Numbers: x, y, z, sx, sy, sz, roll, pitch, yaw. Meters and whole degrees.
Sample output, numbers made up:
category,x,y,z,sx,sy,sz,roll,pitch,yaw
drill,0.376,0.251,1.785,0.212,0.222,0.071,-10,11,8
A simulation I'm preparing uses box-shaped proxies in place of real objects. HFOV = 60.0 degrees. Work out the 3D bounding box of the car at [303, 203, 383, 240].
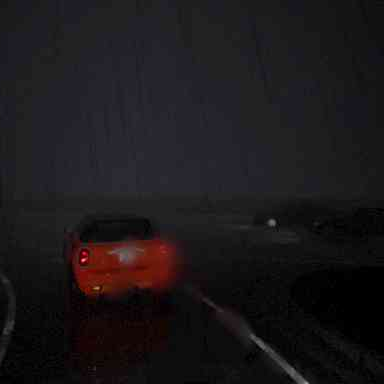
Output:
category,x,y,z,sx,sy,sz,roll,pitch,yaw
car,7.641,1.369,14.914,4.674,1.442,1.812,-1,0,13

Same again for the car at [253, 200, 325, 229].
category,x,y,z,sx,sy,sz,roll,pitch,yaw
car,6.214,1.353,18.836,5.357,1.411,2.033,0,1,13

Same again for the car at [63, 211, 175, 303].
category,x,y,z,sx,sy,sz,roll,pitch,yaw
car,-2.052,1.268,8.407,2.097,1.767,4.553,0,1,-22

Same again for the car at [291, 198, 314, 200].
category,x,y,z,sx,sy,sz,roll,pitch,yaw
car,8.103,1.228,25.584,4.902,1.511,2.128,0,1,13
